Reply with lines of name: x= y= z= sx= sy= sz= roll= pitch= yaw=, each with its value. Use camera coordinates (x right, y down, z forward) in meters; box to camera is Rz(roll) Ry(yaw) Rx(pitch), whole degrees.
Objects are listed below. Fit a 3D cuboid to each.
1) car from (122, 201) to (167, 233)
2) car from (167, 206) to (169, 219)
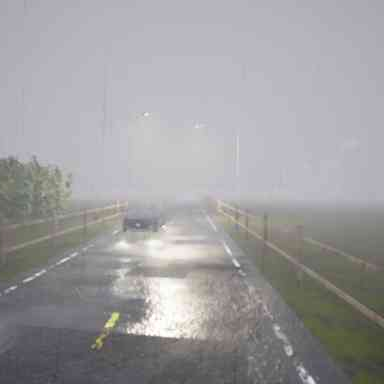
car: x=-2.763 y=1.405 z=19.529 sx=1.882 sy=1.535 sz=5.008 roll=0 pitch=0 yaw=0
car: x=-2.781 y=1.426 z=25.040 sx=1.812 sy=1.442 sz=4.674 roll=0 pitch=0 yaw=0
